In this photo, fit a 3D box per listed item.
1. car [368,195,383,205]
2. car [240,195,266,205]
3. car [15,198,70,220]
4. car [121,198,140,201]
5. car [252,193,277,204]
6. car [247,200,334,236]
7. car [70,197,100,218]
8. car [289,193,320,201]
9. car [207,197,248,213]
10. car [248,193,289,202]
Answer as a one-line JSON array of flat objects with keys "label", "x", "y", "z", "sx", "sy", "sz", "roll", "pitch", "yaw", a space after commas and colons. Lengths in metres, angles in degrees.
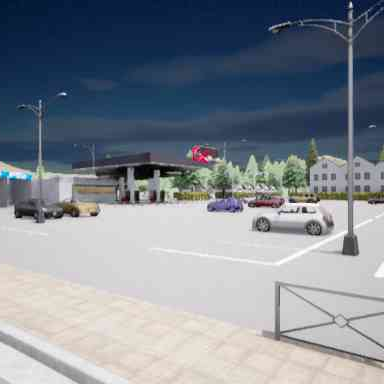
[{"label": "car", "x": 29.227, "y": 1.260, "z": 50.448, "sx": 4.514, "sy": 1.523, "sz": 2.007, "roll": 0, "pitch": 0, "yaw": 36}, {"label": "car", "x": 10.172, "y": 1.325, "z": 55.692, "sx": 3.806, "sy": 1.475, "sz": 1.970, "roll": 0, "pitch": 0, "yaw": 36}, {"label": "car", "x": -11.758, "y": 1.300, "z": 25.403, "sx": 4.514, "sy": 1.523, "sz": 2.007, "roll": 0, "pitch": 0, "yaw": 36}, {"label": "car", "x": -14.539, "y": 1.450, "z": 78.478, "sx": 2.242, "sy": 1.667, "sz": 4.611, "roll": 0, "pitch": 0, "yaw": 36}, {"label": "car", "x": 12.623, "y": 1.041, "z": 58.019, "sx": 3.866, "sy": 1.878, "sz": 1.905, "roll": 0, "pitch": 0, "yaw": 36}, {"label": "car", "x": 5.048, "y": 1.342, "z": 16.862, "sx": 3.806, "sy": 1.475, "sz": 1.970, "roll": 0, "pitch": 0, "yaw": 36}, {"label": "car", "x": -9.954, "y": 1.291, "z": 27.969, "sx": 5.027, "sy": 1.636, "sz": 2.152, "roll": 0, "pitch": 0, "yaw": 36}, {"label": "car", "x": 17.049, "y": 1.060, "z": 50.731, "sx": 4.605, "sy": 1.855, "sz": 1.932, "roll": 0, "pitch": 0, "yaw": 36}, {"label": "car", "x": 3.223, "y": 1.280, "z": 33.027, "sx": 3.633, "sy": 1.501, "sz": 1.845, "roll": 0, "pitch": 0, "yaw": 36}, {"label": "car", "x": 9.140, "y": 1.260, "z": 41.080, "sx": 4.514, "sy": 1.523, "sz": 2.007, "roll": 0, "pitch": 0, "yaw": 36}]
